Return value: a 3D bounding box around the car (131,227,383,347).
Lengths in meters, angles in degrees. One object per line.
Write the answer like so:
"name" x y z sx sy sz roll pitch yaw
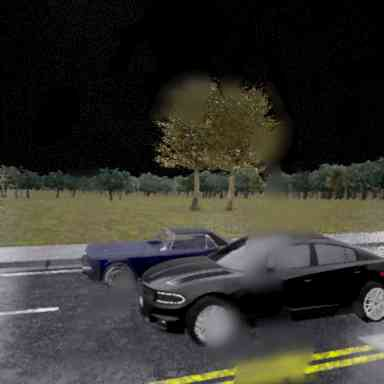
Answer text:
"car" 1.551 1.514 6.219 5.008 1.535 1.882 0 0 -18

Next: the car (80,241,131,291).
"car" -0.519 1.643 8.964 4.718 1.301 1.895 0 0 -18
